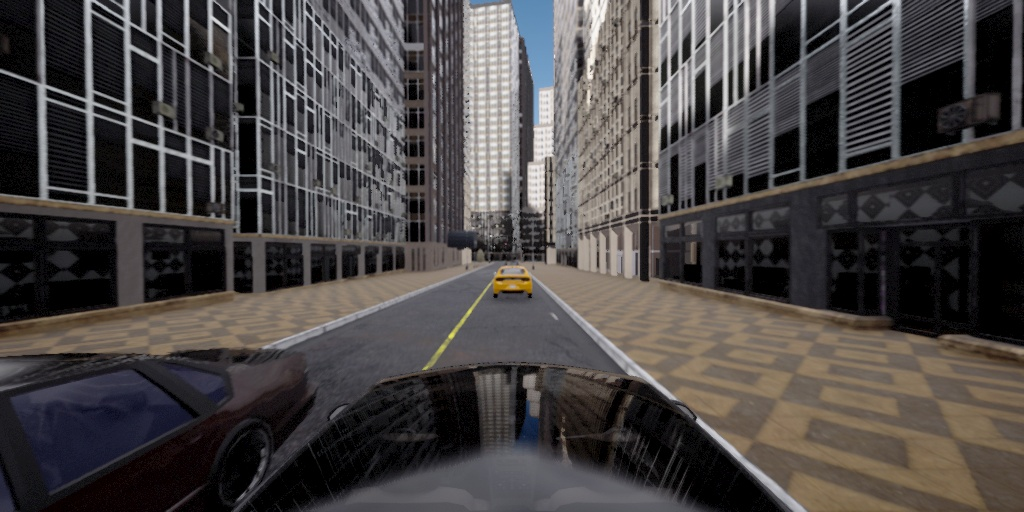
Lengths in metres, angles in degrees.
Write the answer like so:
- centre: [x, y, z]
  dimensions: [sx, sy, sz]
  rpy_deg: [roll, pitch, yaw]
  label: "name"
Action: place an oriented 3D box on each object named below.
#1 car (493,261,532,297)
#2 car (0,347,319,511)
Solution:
- centre: [0.030, 1.248, 18.955]
  dimensions: [1.882, 1.535, 5.008]
  rpy_deg: [0, 0, 0]
  label: "car"
- centre: [-2.998, 1.311, 1.514]
  dimensions: [2.033, 1.411, 5.357]
  rpy_deg: [0, 0, 0]
  label: "car"
